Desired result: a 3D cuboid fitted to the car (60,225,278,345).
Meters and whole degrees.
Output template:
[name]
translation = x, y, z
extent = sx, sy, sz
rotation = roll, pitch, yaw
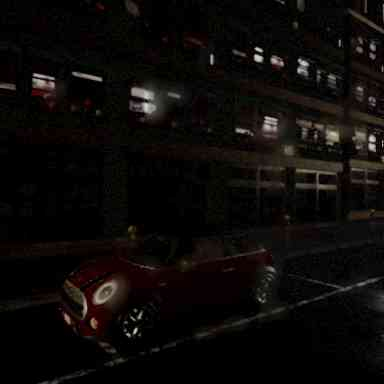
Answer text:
[car]
translation = -0.304, 1.428, 6.322
extent = 4.097, 1.590, 1.967
rotation = 0, 1, -35
